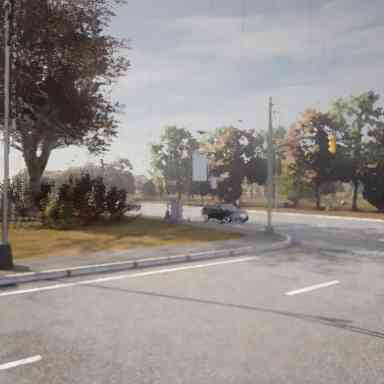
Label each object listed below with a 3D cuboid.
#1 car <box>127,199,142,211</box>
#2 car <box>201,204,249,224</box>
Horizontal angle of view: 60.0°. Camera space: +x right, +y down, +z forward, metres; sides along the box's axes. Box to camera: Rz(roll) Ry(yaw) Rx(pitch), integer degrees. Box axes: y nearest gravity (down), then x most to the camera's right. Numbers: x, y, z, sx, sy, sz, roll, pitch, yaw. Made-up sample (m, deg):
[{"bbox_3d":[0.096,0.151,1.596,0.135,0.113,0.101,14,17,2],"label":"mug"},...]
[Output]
[{"bbox_3d":[-8.429,1.699,44.731,1.837,1.490,4.892,1,0,-34],"label":"car"},{"bbox_3d":[2.660,1.722,27.470,2.128,1.511,4.902,1,0,-32],"label":"car"}]
